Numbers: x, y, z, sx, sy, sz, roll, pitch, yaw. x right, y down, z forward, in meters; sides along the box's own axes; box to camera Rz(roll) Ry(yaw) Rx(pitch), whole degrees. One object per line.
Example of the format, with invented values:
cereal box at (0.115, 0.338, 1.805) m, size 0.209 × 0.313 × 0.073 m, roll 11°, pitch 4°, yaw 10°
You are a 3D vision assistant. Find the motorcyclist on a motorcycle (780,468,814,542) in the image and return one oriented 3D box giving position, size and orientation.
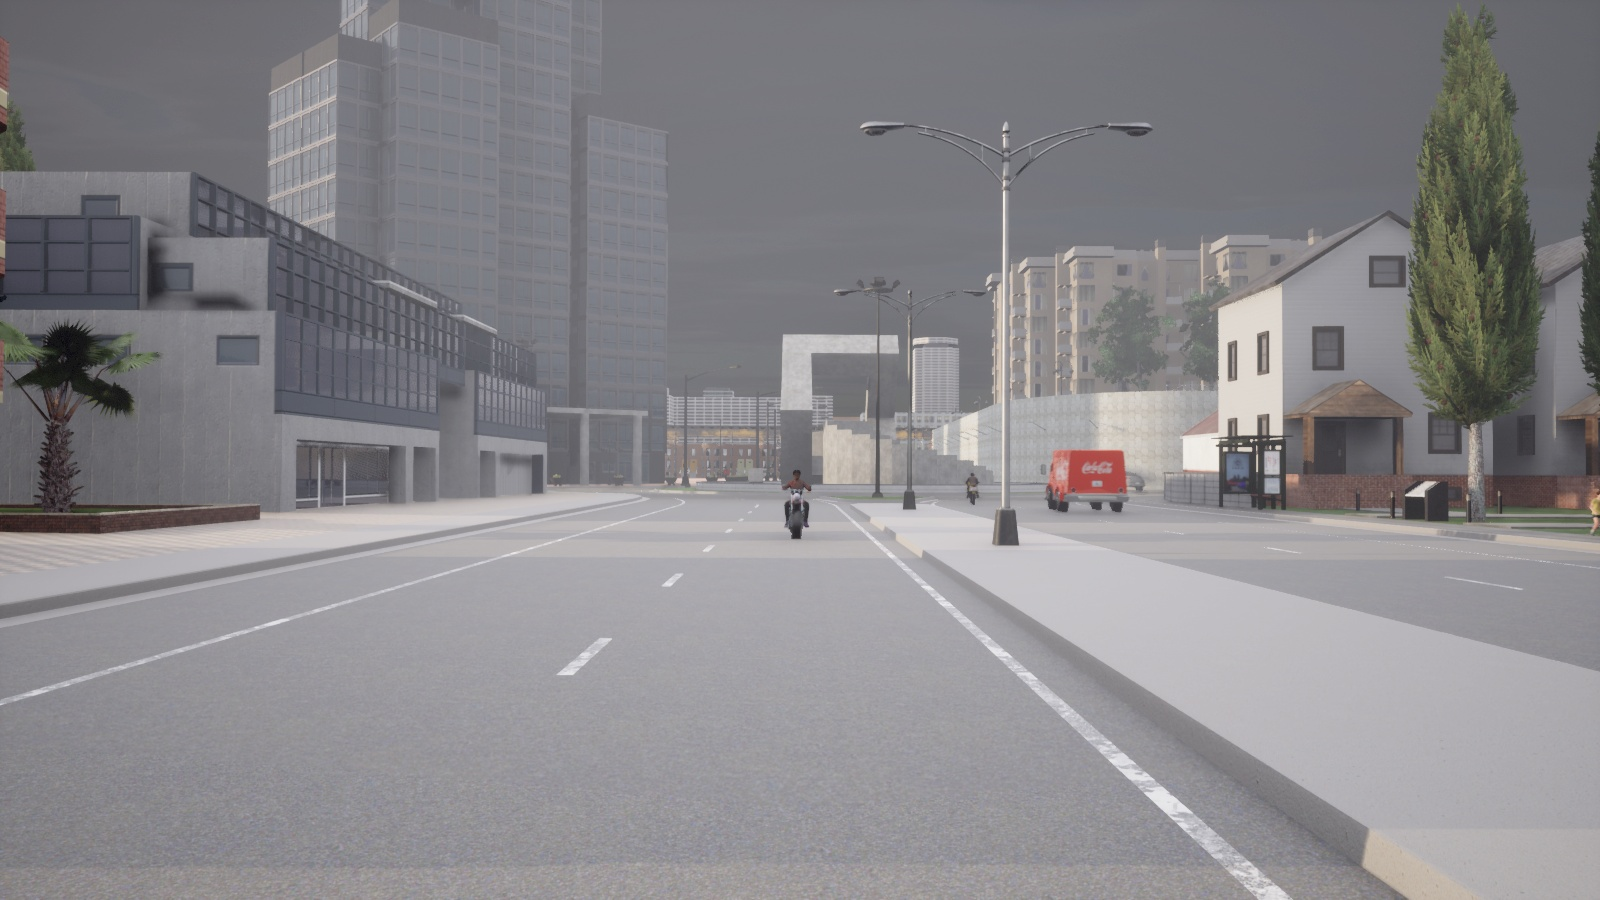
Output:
motorcyclist on a motorcycle at (-0.066, 1.256, 29.291) m, size 0.766 × 1.649 × 2.350 m, roll 0°, pitch -1°, yaw 0°

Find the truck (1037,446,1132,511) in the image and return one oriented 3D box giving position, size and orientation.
truck at (11.384, 1.132, 50.698) m, size 2.627 × 2.467 × 5.204 m, roll 0°, pitch -1°, yaw 0°

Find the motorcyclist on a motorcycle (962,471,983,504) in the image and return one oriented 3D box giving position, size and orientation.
motorcyclist on a motorcycle at (8.098, 1.752, 58.980) m, size 0.797 × 1.523 × 2.044 m, roll 0°, pitch -1°, yaw 4°

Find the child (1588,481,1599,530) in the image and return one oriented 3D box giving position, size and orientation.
child at (18.097, 1.248, 28.430) m, size 0.255 × 1.110 × 0.394 m, roll 0°, pitch -1°, yaw 5°
